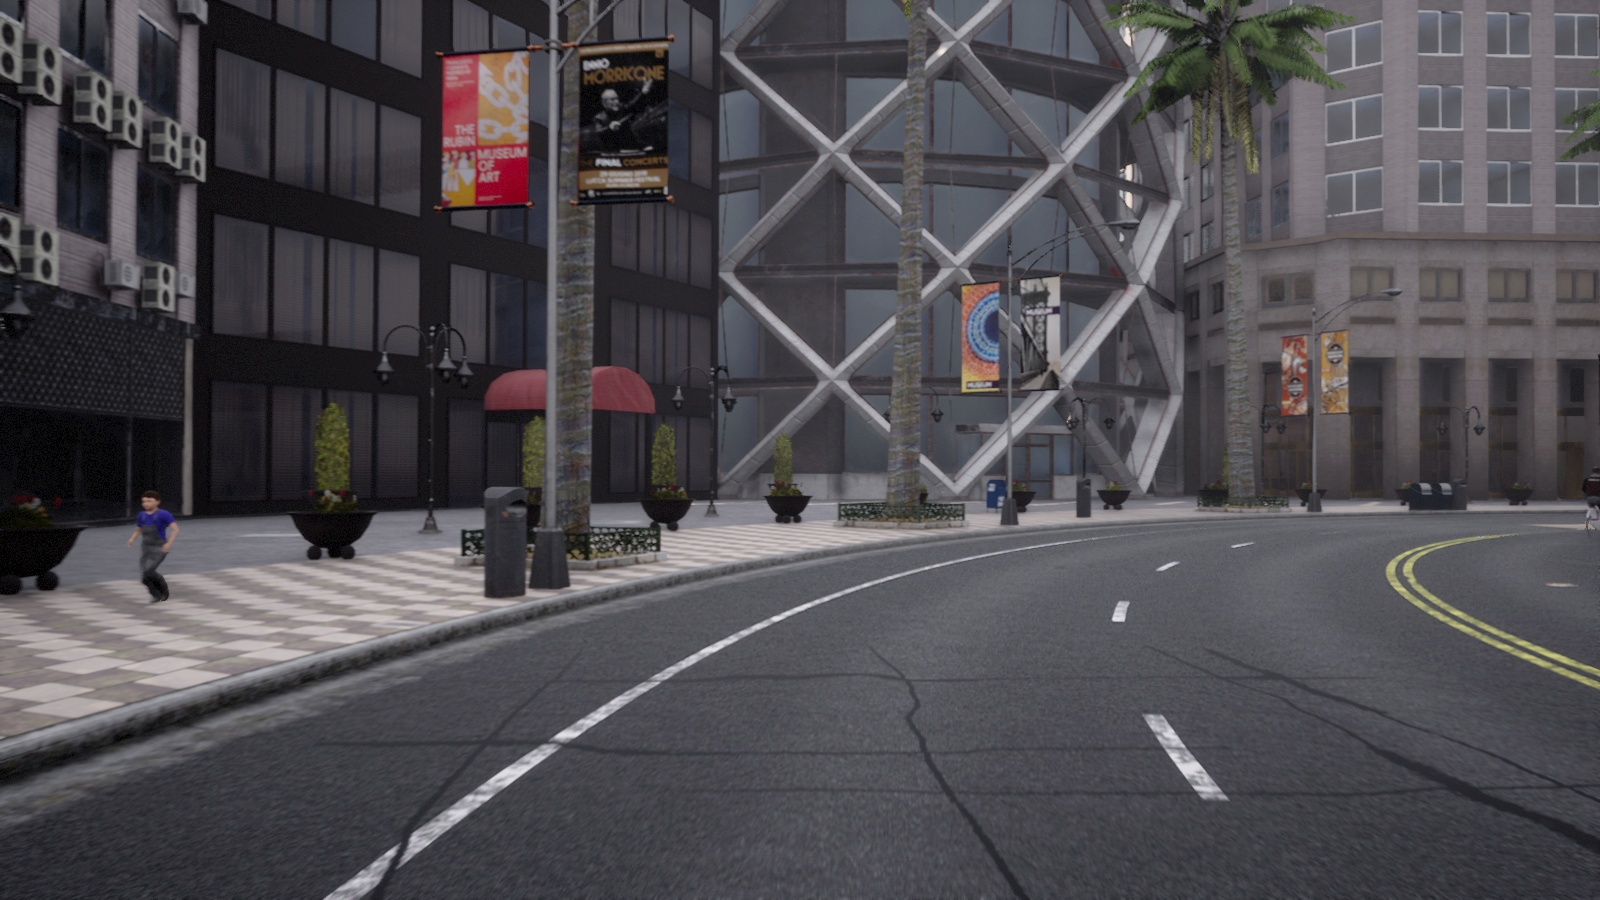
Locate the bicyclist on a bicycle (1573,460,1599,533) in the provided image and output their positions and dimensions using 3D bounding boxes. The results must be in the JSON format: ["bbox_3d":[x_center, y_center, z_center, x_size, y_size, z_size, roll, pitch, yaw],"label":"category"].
[{"bbox_3d":[20.133,1.145,31.616,1.843,1.776,0.659,0,-1,-43],"label":"bicyclist on a bicycle"}]

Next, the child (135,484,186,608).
[{"bbox_3d":[-6.698,0.995,13.168,0.270,1.263,0.437,0,-1,8],"label":"child"}]
